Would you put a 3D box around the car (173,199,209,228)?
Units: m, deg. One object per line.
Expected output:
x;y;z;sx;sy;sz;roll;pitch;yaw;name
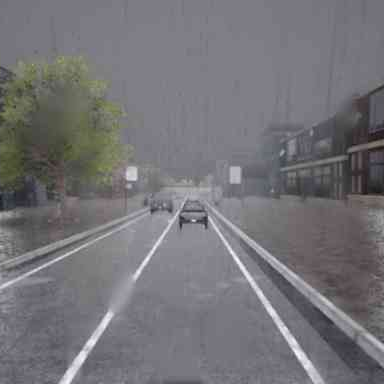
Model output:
0.096;1.502;22.471;2.128;1.511;4.902;0;0;0;car

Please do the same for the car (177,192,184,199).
-3.015;0.906;76.394;2.097;1.767;4.553;0;1;0;car

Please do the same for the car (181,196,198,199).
0.092;1.426;40.785;2.128;1.511;4.902;0;0;0;car

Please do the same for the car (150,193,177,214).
-3.101;1.187;35.375;2.150;2.045;5.566;0;0;0;car
